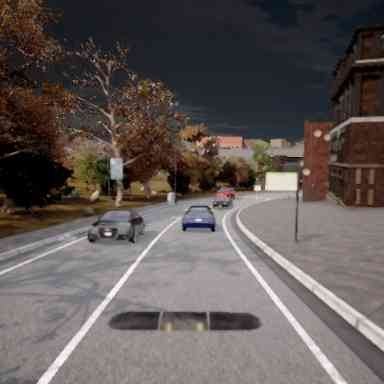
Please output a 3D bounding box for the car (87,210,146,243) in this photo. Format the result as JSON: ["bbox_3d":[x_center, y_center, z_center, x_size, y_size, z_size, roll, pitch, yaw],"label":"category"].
[{"bbox_3d":[-3.405,1.531,15.699,1.994,1.385,4.181,0,0,2],"label":"car"}]

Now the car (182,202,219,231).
[{"bbox_3d":[0.474,1.527,20.561,1.994,1.385,4.181,0,0,3],"label":"car"}]

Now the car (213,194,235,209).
[{"bbox_3d":[3.903,1.296,40.881,1.895,1.301,4.718,2,2,16],"label":"car"}]

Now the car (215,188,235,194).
[{"bbox_3d":[5.521,0.402,55.698,2.150,2.045,5.566,3,3,25],"label":"car"}]
